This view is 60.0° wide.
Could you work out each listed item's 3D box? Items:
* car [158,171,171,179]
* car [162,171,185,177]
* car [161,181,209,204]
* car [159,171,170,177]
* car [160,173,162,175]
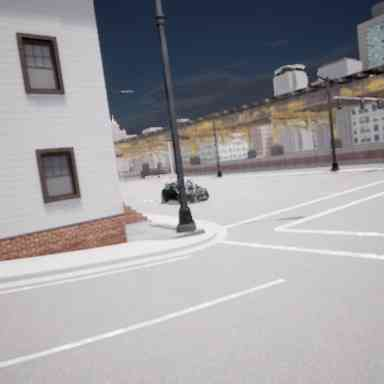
[{"bbox_3d":[-7.193,-4.566,87.366,2.038,1.542,4.974,-6,5,9],"label":"car"},{"bbox_3d":[-4.509,-4.722,83.569,4.536,1.218,1.853,-5,5,19],"label":"car"},{"bbox_3d":[-0.695,-0.077,26.488,2.097,1.767,4.553,-11,6,-34],"label":"car"},{"bbox_3d":[-7.205,-4.727,87.403,1.853,1.218,4.536,-6,5,9],"label":"car"},{"bbox_3d":[-4.538,-4.562,83.599,4.974,1.542,2.038,-5,5,19],"label":"car"}]
